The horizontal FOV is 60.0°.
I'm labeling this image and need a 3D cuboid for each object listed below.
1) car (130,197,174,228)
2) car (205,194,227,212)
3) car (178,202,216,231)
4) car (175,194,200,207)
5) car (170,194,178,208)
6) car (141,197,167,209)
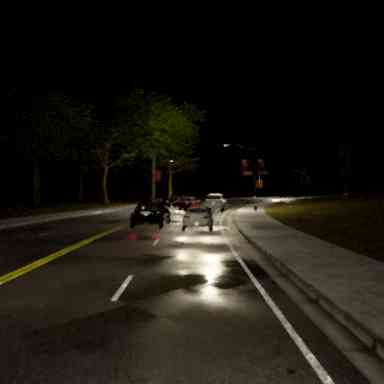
[{"bbox_3d":[-2.705,1.405,22.703,2.097,1.767,4.553,0,0,4],"label":"car"},{"bbox_3d":[2.909,1.266,39.989,2.150,2.045,5.566,0,0,11],"label":"car"},{"bbox_3d":[0.433,1.571,21.117,1.812,1.442,4.674,0,0,4],"label":"car"},{"bbox_3d":[-0.192,1.411,40.886,2.097,1.767,4.553,0,0,11],"label":"car"},{"bbox_3d":[-2.146,1.286,47.934,2.150,2.045,5.566,0,0,14],"label":"car"},{"bbox_3d":[-5.391,1.589,48.330,2.128,1.511,4.902,0,0,14],"label":"car"}]
